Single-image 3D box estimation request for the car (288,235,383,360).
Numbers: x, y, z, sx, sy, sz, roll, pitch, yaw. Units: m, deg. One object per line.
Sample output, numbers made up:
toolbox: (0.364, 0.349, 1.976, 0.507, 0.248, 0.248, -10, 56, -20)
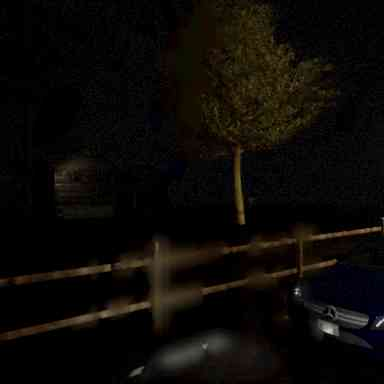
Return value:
car: (3.659, 1.490, 5.666, 4.674, 1.442, 1.812, 0, 0, -35)
